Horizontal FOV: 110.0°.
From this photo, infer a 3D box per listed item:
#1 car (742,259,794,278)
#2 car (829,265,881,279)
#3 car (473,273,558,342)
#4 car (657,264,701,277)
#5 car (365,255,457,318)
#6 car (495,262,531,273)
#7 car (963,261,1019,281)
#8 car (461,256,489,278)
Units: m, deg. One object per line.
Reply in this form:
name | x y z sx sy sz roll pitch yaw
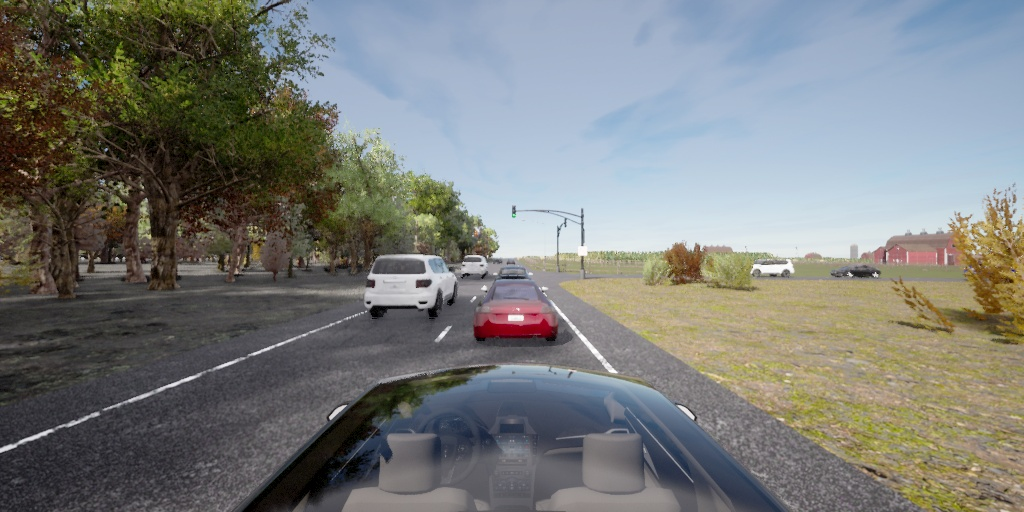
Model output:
car | 28.986 1.390 40.951 5.566 2.045 2.150 1 -1 0
car | 39.107 1.785 40.920 4.892 1.490 1.837 1 -1 0
car | 0.076 1.325 9.824 1.994 1.385 4.181 0 0 0
car | 18.897 1.536 40.960 5.008 1.535 1.882 1 -1 0
car | -3.436 0.987 13.172 2.150 2.045 5.566 0 0 0
car | 0.054 1.279 19.099 1.837 1.490 4.892 0 0 0
car | 50.597 1.562 37.305 5.566 2.045 2.150 1 -1 1
car | -3.500 1.014 34.336 2.150 2.045 5.566 0 0 0
